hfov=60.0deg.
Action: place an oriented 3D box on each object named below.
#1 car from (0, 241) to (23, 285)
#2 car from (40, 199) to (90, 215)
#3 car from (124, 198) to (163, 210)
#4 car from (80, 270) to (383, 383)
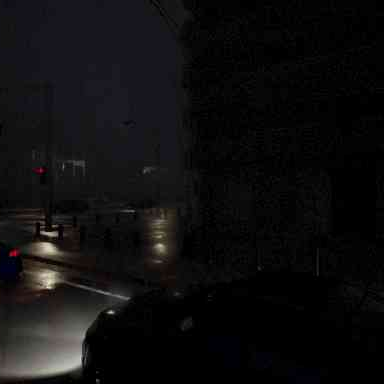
[{"bbox_3d":[-6.097,1.564,8.319,4.181,1.385,1.994,0,0,36],"label":"car"},{"bbox_3d":[-12.565,1.449,33.121,1.837,1.490,4.892,0,0,36],"label":"car"},{"bbox_3d":[-6.030,1.491,42.166,2.033,1.411,5.357,0,0,36],"label":"car"},{"bbox_3d":[0.755,1.564,3.452,4.181,1.385,1.994,0,0,36],"label":"car"}]
